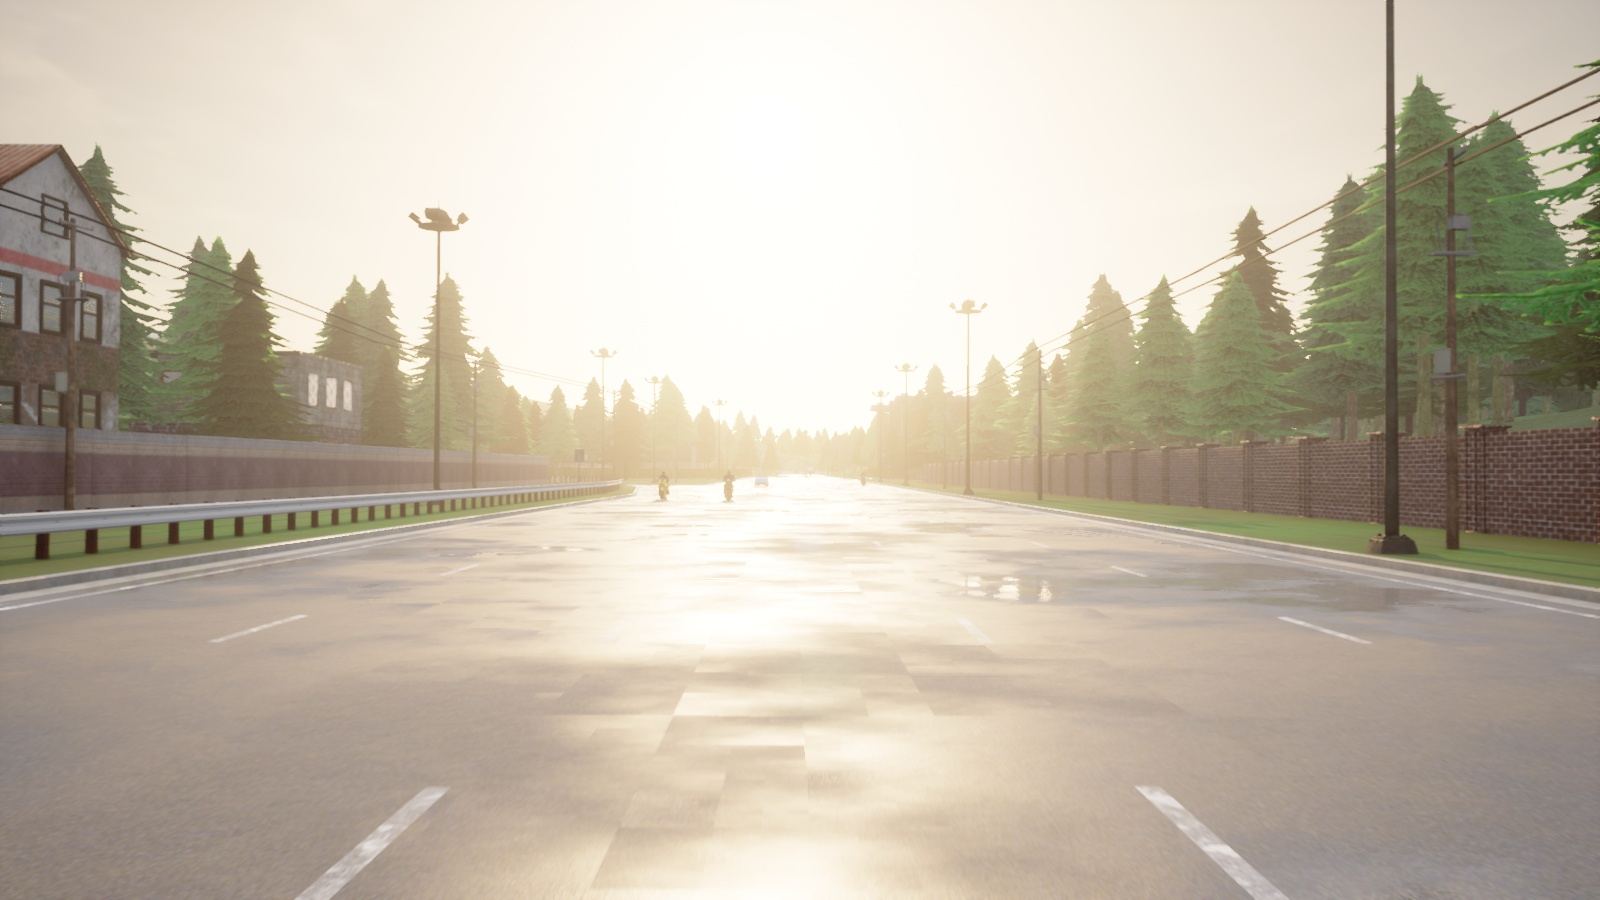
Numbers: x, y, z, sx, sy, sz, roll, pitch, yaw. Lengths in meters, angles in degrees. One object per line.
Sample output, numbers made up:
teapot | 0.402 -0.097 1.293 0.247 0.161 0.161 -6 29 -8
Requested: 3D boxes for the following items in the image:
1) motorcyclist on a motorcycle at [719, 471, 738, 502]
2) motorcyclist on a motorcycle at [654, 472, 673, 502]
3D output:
motorcyclist on a motorcycle | -3.655 1.866 64.688 0.866 1.590 1.817 0 -1 0
motorcyclist on a motorcycle | -7.158 1.929 65.945 0.797 1.523 2.044 0 -1 0
